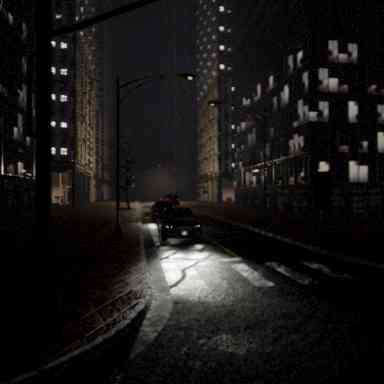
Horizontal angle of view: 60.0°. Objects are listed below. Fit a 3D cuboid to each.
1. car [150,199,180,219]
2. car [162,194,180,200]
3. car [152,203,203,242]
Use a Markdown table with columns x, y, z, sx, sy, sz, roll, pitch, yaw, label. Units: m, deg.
| x | y | z | sx | sy | sz | roll | pitch | yaw | label |
| --- | --- | --- | --- | --- | --- | --- | --- | --- | --- |
| -2.330 | 1.559 | 26.937 | 1.837 | 1.490 | 4.892 | 0 | 0 | -9 | car |
| -3.122 | 1.273 | 50.215 | 2.150 | 2.045 | 5.566 | 0 | 0 | -8 | car |
| -0.716 | 1.544 | 17.004 | 2.128 | 1.511 | 4.902 | 0 | 0 | -9 | car |
